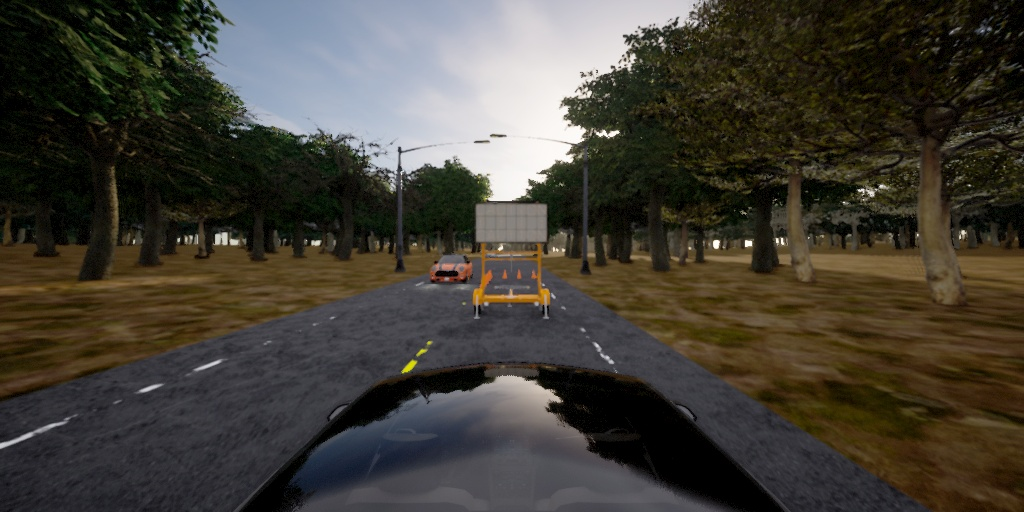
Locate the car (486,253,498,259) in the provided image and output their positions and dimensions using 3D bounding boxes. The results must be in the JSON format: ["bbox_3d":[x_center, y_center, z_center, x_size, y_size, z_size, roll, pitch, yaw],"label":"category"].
[{"bbox_3d":[-3.540,-0.047,63.775,1.812,1.442,4.674,0,1,1],"label":"car"}]

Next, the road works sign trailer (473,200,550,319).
[{"bbox_3d":[-0.018,-0.005,11.794,2.380,3.560,2.880,0,0,0],"label":"road works sign trailer"}]

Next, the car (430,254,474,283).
[{"bbox_3d":[-3.598,0.664,22.017,2.097,1.767,4.553,0,1,0],"label":"car"}]
